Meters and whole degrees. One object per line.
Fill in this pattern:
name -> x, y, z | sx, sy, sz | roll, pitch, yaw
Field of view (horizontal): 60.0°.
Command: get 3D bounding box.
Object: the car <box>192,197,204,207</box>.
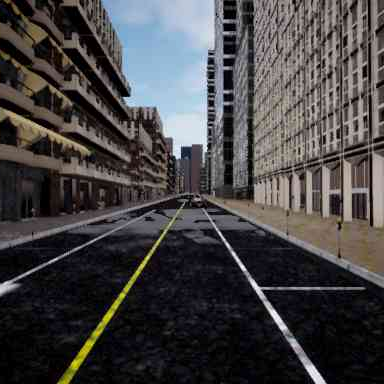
car -> 0.900, 1.548, 53.641 | 1.812, 1.442, 4.674 | 0, 0, 0

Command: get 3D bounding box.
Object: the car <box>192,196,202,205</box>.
car -> 0.900, 1.559, 59.642 | 1.812, 1.442, 4.674 | 0, 0, 0

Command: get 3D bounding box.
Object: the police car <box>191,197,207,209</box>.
police car -> 0.900, 1.440, 43.749 | 1.930, 1.638, 5.238 | 0, 0, 0
